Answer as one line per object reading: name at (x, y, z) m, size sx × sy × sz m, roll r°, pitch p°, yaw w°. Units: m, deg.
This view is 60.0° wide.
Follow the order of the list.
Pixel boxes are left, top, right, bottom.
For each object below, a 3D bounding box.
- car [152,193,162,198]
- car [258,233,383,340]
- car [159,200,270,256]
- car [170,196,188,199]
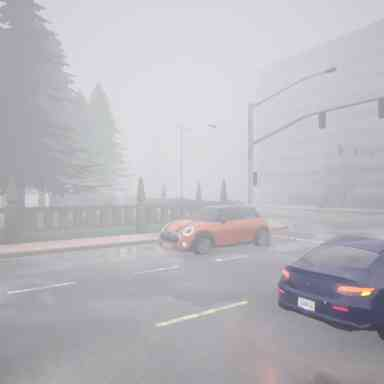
car at (-5.949, 1.166, 60.031) m, size 2.150 × 2.045 × 5.566 m, roll 0°, pitch 0°, yaw 2°
car at (3.609, 1.526, 6.341) m, size 4.674 × 1.442 × 1.812 m, roll 0°, pitch 0°, yaw -35°
car at (0.958, 1.352, 13.252) m, size 4.553 × 1.767 × 2.097 m, roll 0°, pitch 0°, yaw -35°
car at (-1.312, 1.296, 39.307) m, size 2.097 × 1.767 × 4.553 m, roll 0°, pitch 0°, yaw -26°
